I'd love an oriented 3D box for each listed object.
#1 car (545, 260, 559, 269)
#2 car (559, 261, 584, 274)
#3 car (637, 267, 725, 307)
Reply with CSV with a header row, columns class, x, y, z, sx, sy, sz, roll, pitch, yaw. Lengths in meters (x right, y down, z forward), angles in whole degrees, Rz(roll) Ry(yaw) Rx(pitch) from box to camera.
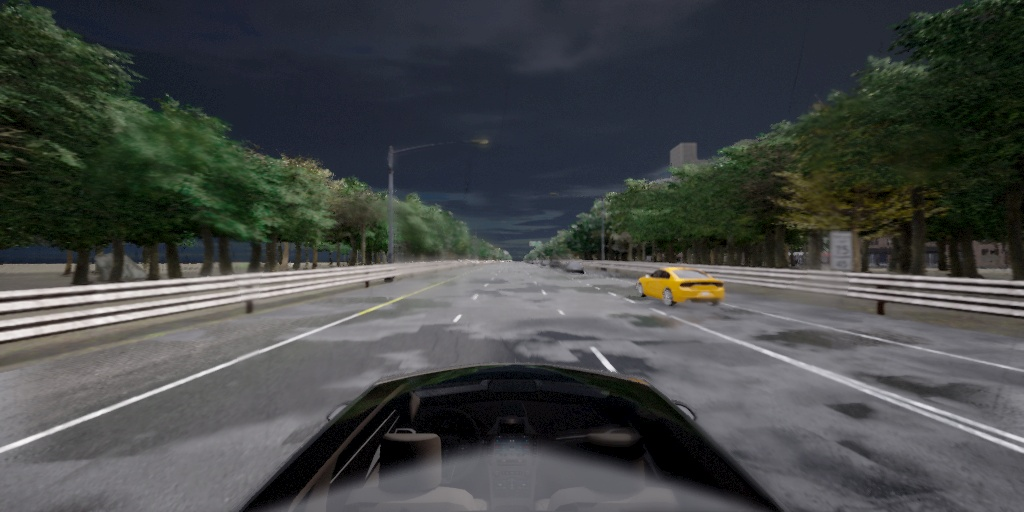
class,x,y,z,sx,sy,sz,roll,pitch,yaw
car,7.150,1.399,59.781,1.837,1.490,4.892,0,-1,0
car,7.068,1.347,41.938,1.994,1.385,4.181,0,0,0
car,7.030,1.228,15.500,1.882,1.535,5.008,0,0,0
